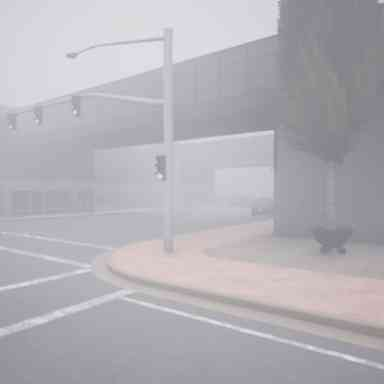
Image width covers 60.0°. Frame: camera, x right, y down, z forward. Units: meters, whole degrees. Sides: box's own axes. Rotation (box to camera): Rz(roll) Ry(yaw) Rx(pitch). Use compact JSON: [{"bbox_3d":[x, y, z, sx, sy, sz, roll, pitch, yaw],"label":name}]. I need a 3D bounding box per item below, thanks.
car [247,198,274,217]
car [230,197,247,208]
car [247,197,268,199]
[{"bbox_3d":[7.361,1.571,31.966,1.994,1.385,4.181,0,0,36],"label":"car"},{"bbox_3d":[7.523,1.496,50.242,1.882,1.535,5.008,0,0,36],"label":"car"},{"bbox_3d":[10.363,1.493,48.197,1.882,1.535,5.008,0,0,36],"label":"car"}]
